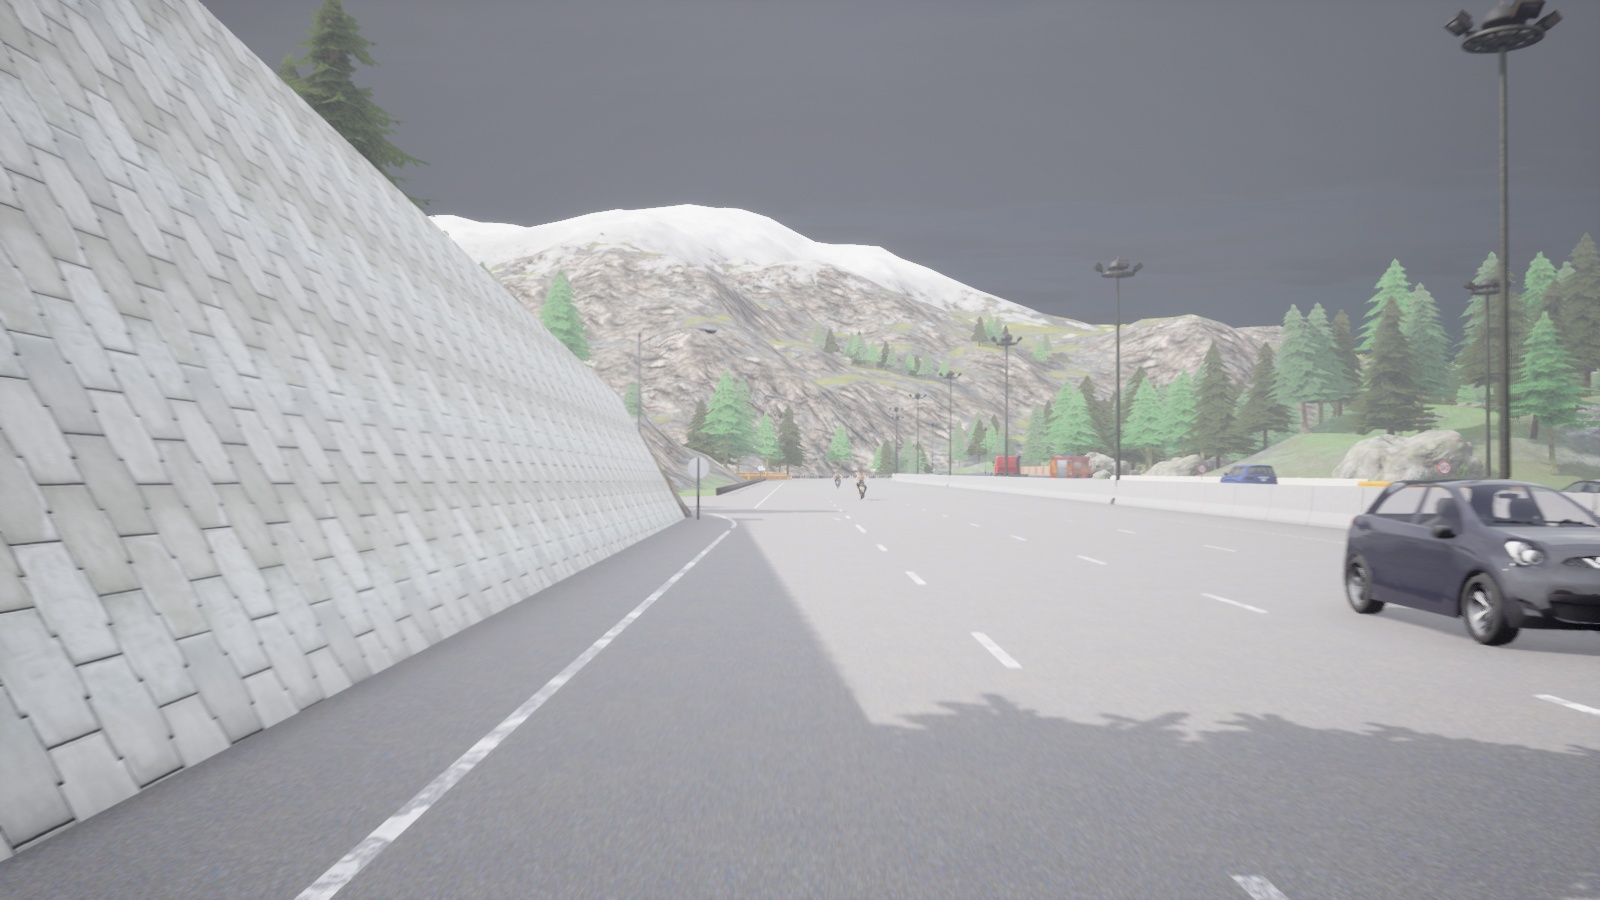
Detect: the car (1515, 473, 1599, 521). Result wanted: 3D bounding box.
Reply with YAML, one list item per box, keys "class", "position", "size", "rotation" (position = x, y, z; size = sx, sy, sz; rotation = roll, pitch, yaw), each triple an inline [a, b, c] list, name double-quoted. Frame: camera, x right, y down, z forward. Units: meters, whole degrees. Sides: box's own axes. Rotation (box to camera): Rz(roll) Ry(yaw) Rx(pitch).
- class: "car"
  position: [24.407, 1.404, 38.350]
  size: [2.033, 1.411, 5.357]
  rotation: [0, -1, 0]

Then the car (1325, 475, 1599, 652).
- class: "car"
  position: [6.969, 1.011, 12.627]
  size: [1.845, 1.501, 3.633]
  rotation: [0, -1, 0]

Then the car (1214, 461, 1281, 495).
- class: "car"
  position: [27.809, 1.725, 78.172]
  size: [2.150, 2.045, 5.566]
  rotation: [0, -1, 0]
